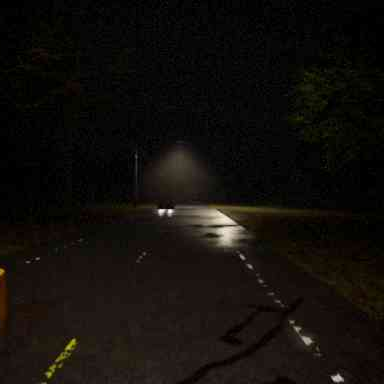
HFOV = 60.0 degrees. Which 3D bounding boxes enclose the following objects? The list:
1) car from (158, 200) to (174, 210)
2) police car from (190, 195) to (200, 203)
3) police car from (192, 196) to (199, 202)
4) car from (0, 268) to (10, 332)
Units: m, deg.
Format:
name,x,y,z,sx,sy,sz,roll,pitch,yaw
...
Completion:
name,x,y,z,sx,sy,sz,roll,pitch,yaw
car,-3.575,1.734,46.038,1.994,1.385,4.181,0,0,0
police car,1.063,1.856,85.625,1.930,1.638,5.238,0,0,0
police car,1.064,1.922,95.624,1.930,1.638,5.238,0,0,0
car,-3.599,1.478,2.793,1.882,1.535,5.008,0,0,0
